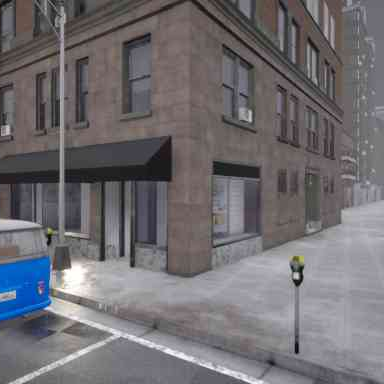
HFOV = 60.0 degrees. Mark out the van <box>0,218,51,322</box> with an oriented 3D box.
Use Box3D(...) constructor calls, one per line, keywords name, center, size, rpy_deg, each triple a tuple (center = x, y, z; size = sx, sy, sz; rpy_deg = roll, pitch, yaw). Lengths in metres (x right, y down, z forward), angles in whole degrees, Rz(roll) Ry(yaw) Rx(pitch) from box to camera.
Box3D(name="van", center=(-4.308, 1.340, 6.092), size=(3.998, 1.788, 1.690), rpy_deg=(0, 0, 35))
